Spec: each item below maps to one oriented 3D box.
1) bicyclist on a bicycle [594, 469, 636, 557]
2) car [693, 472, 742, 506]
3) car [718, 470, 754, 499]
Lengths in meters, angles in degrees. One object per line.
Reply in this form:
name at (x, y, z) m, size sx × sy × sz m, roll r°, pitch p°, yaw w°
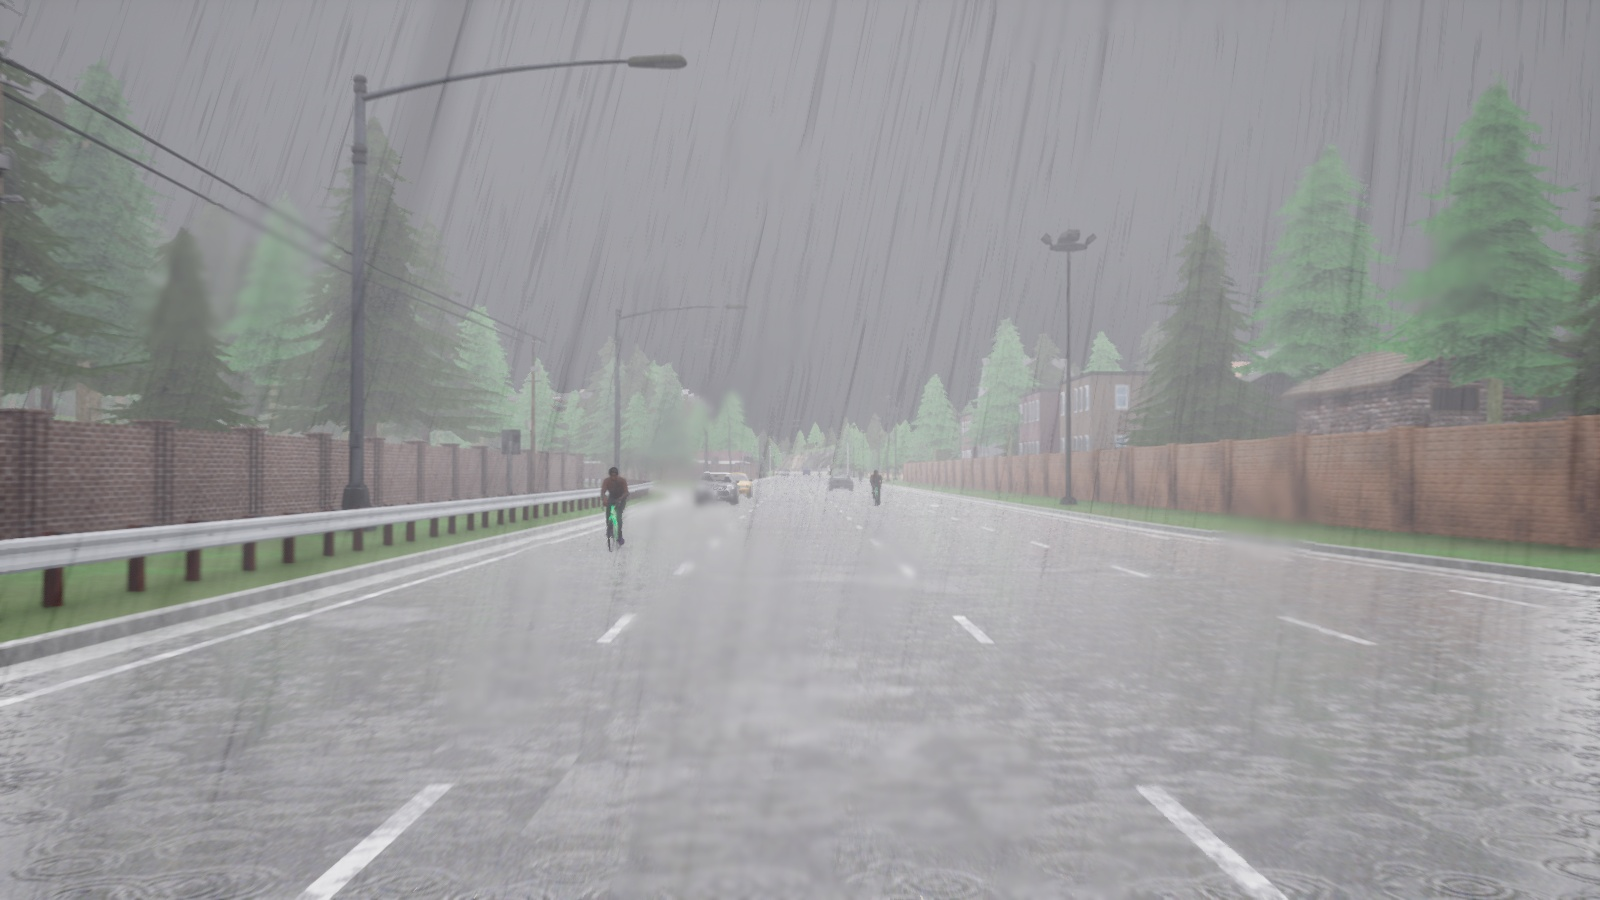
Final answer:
bicyclist on a bicycle at (-3.559, 1.186, 24.264) m, size 0.582 × 1.620 × 1.656 m, roll 0°, pitch -1°, yaw 0°
car at (-3.646, 1.731, 56.158) m, size 1.970 × 1.475 × 3.806 m, roll 0°, pitch -1°, yaw -1°
car at (-3.678, 1.987, 73.140) m, size 1.801 × 1.575 × 5.366 m, roll 0°, pitch -1°, yaw 0°
